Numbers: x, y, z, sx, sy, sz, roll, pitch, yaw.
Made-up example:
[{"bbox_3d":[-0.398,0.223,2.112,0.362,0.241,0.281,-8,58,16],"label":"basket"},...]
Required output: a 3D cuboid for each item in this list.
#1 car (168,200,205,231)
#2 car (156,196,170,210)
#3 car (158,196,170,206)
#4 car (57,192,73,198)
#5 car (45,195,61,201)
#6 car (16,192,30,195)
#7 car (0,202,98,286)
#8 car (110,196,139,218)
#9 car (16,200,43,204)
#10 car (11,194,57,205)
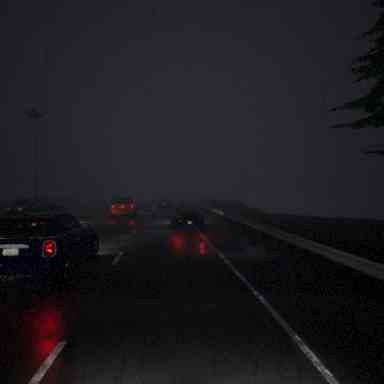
[{"bbox_3d":[-0.329,1.436,20.014,1.812,1.442,4.674,0,0,-5],"label":"car"},{"bbox_3d":[-3.301,1.395,39.694,1.994,1.385,4.181,0,0,-6],"label":"car"},{"bbox_3d":[-4.250,1.314,50.015,1.812,1.442,4.674,0,0,-5],"label":"car"},{"bbox_3d":[-27.584,0.995,72.211,2.150,2.045,5.566,0,0,-5],"label":"car"},{"bbox_3d":[-31.391,1.364,75.318,1.895,1.301,4.718,0,0,-5],"label":"car"},{"bbox_3d":[-38.475,1.019,75.857,2.150,2.045,5.566,0,0,-5],"label":"car"},{"bbox_3d":[-4.099,1.324,9.410,2.097,1.767,4.553,0,0,-4],"label":"car"},{"bbox_3d":[-5.841,1.240,29.143,2.097,1.767,4.553,0,0,-5],"label":"car"},{"bbox_3d":[-8.488,1.445,19.830,1.837,1.490,4.892,0,0,-5],"label":"car"},{"bbox_3d":[-12.588,1.279,26.101,2.097,1.767,4.553,0,0,-5],"label":"car"}]
